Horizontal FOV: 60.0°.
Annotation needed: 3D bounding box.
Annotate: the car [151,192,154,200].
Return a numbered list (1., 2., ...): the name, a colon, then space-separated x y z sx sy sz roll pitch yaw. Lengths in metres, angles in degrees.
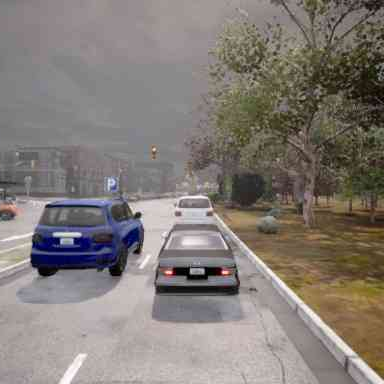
1. car: -12.413 1.357 82.730 4.674 1.452 2.002 -1 0 -13

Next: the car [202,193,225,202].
1. car: 4.544 1.139 70.372 4.553 1.767 2.185 1 0 -14

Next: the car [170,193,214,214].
1. car: 0.119 1.245 19.069 2.150 2.045 5.566 0 0 0

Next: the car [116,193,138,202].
1. car: -13.830 1.194 70.720 4.553 1.767 2.185 -1 0 -14

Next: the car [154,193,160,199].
1. car: -11.608 1.355 88.714 4.674 1.452 2.002 -1 0 -12

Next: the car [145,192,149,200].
1. car: -13.147 1.319 76.732 4.892 1.521 2.231 -1 0 -14

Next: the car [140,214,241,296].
1. car: 0.092 1.556 8.820 2.033 1.411 5.357 0 0 0

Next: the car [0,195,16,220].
1. car: -16.674 1.404 26.964 4.553 1.767 2.185 -1 0 -19

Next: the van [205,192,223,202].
1. van: 4.165 1.041 67.402 4.442 1.987 1.878 1 0 -14

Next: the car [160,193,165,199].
1. car: -11.163 1.062 91.721 5.566 2.045 2.435 -1 0 -12

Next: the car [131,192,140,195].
1. car: -13.918 1.313 67.767 5.366 1.575 1.946 -1 0 -15

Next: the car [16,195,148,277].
1. car: -2.911 1.234 10.419 2.150 2.045 5.566 0 0 0

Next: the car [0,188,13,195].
1. car: -31.262 0.136 55.613 2.002 1.452 4.674 6 -3 -19

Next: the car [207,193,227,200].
1. car: 6.309 1.126 85.075 4.553 1.767 2.185 1 0 -12

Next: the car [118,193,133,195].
1. car: -14.558 1.356 64.774 4.792 1.488 2.163 -1 0 -15

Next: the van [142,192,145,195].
1. van: -13.370 1.091 73.760 4.442 1.987 1.878 -1 0 -14

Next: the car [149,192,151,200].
1. car: -12.779 1.357 79.728 4.674 1.452 2.002 -1 0 -13
